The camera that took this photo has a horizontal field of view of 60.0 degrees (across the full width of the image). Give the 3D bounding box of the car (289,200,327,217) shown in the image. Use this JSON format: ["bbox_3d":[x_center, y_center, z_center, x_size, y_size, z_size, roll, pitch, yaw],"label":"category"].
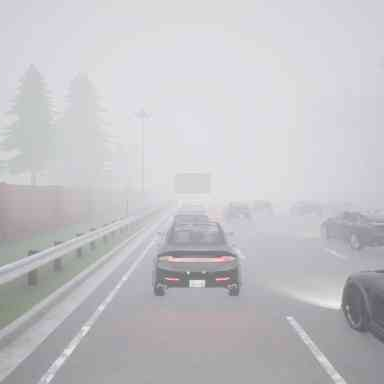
[{"bbox_3d":[10.592,1.504,31.239,1.837,1.490,4.892,0,0,0],"label":"car"}]

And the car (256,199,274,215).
[{"bbox_3d":[7.091,1.501,34.447,1.837,1.490,4.892,0,-1,0],"label":"car"}]

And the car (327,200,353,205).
[{"bbox_3d":[14.091,1.491,32.638,2.128,1.511,4.902,0,0,0],"label":"car"}]

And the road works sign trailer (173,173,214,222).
[{"bbox_3d":[0.063,0.464,22.973,2.380,3.560,2.880,0,0,-2],"label":"road works sign trailer"}]

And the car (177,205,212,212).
[{"bbox_3d":[0.078,1.474,19.053,1.882,1.535,5.008,0,0,4],"label":"car"}]

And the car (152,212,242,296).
[{"bbox_3d":[0.098,1.491,8.621,2.128,1.511,4.902,0,0,0],"label":"car"}]

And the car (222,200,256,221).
[{"bbox_3d":[3.594,1.504,26.935,1.837,1.490,4.892,0,0,0],"label":"car"}]

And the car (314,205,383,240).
[{"bbox_3d":[7.097,1.505,14.037,1.837,1.490,4.892,0,0,0],"label":"car"}]

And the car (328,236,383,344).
[{"bbox_3d":[3.599,1.563,4.147,1.994,1.385,4.181,0,0,0],"label":"car"}]
